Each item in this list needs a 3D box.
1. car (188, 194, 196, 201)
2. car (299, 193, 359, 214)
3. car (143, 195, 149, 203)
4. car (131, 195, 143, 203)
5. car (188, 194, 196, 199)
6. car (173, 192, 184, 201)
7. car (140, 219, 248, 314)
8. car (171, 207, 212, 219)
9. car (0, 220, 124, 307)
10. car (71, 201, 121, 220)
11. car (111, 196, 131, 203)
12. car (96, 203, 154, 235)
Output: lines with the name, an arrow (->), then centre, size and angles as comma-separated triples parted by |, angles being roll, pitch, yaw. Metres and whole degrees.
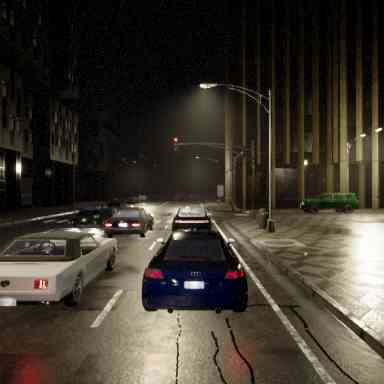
car -> -0.012, 1.336, 75.057 | 2.033, 1.411, 5.357 | 0, 0, 0
car -> 13.563, 1.111, 33.050 | 5.566, 2.045, 2.150 | 0, 0, 2
car -> -9.780, 1.385, 66.257 | 2.033, 1.411, 5.357 | 0, 0, 1
car -> -9.850, 1.431, 54.406 | 2.033, 1.411, 5.357 | 0, 0, 0
car -> -0.013, 1.192, 85.509 | 1.895, 1.301, 4.718 | 0, 0, 0
car -> -3.262, 1.296, 75.057 | 1.837, 1.490, 4.892 | 0, 0, 0
car -> 0.085, 1.560, 7.705 | 1.994, 1.385, 4.181 | 0, 0, 1
car -> -0.003, 1.477, 16.579 | 2.128, 1.511, 4.902 | 0, 0, 0
car -> -3.149, 1.597, 7.926 | 1.895, 1.301, 4.718 | 0, 0, 0
car -> -6.520, 1.539, 22.400 | 1.994, 1.385, 4.181 | 0, 0, 4
car -> -9.855, 1.522, 43.945 | 1.895, 1.301, 4.718 | 0, 0, 0
car -> -3.155, 1.531, 17.517 | 2.033, 1.411, 5.357 | 0, 0, 0
